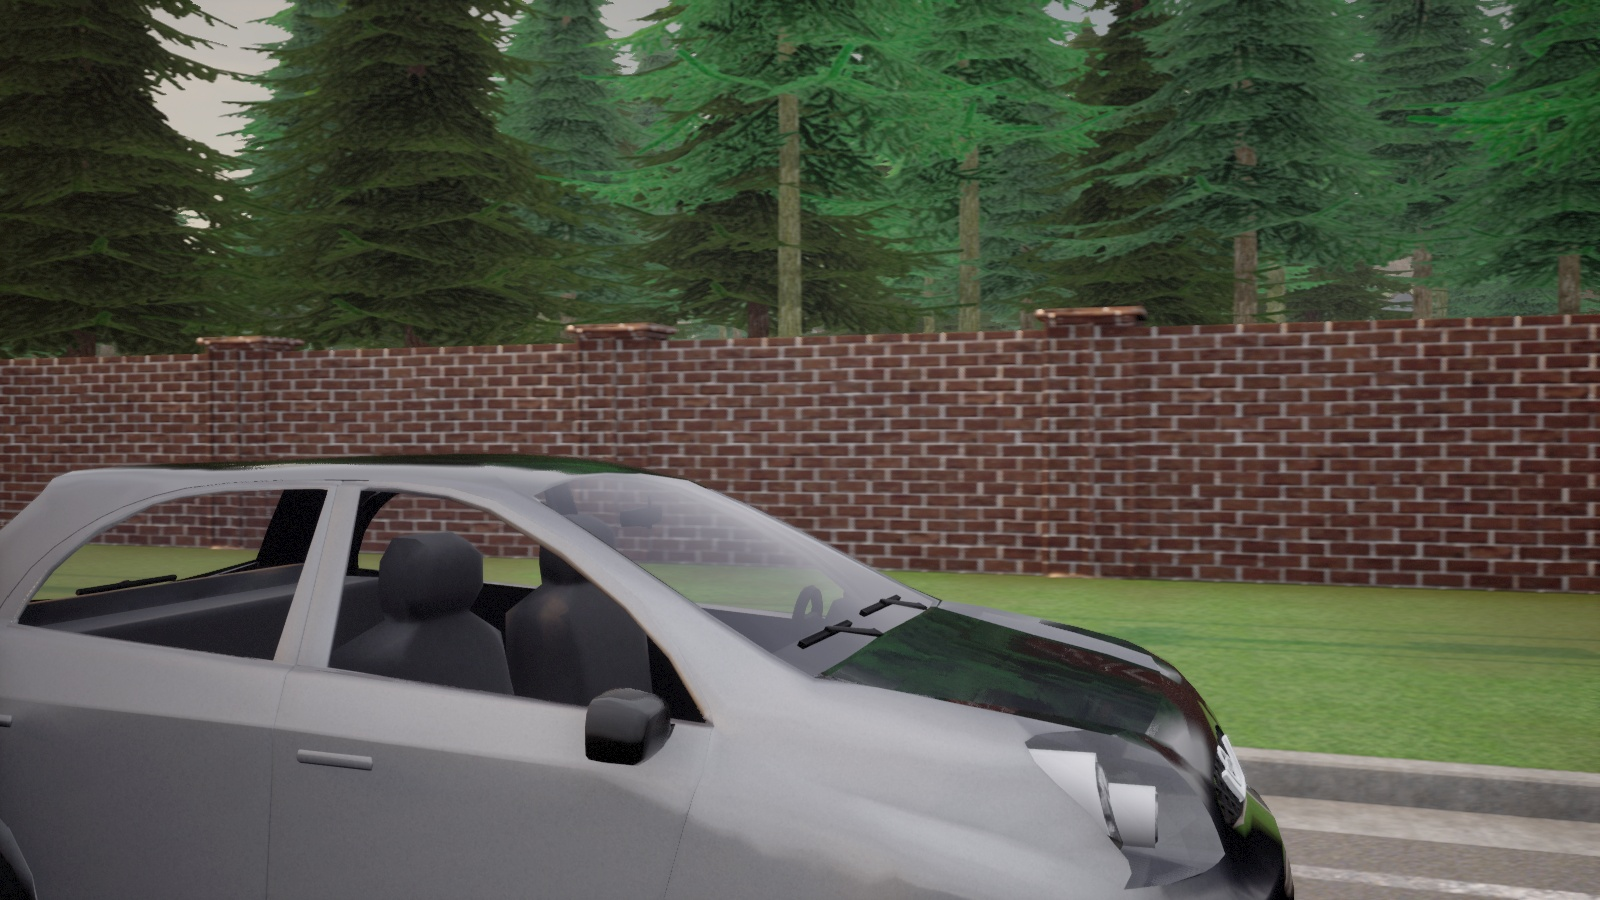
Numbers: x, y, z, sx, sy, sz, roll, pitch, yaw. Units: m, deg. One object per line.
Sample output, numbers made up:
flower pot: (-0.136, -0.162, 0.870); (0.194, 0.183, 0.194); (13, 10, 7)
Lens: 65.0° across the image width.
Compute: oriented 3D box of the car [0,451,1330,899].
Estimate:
car: (-0.614, 0.784, 3.400); (3.633, 1.501, 1.845); (1, 1, 19)
